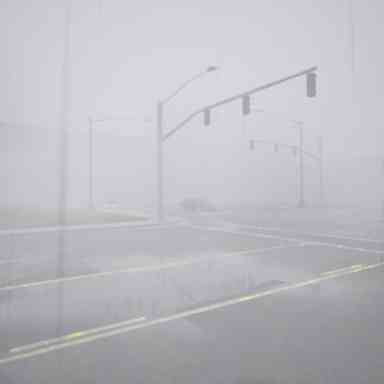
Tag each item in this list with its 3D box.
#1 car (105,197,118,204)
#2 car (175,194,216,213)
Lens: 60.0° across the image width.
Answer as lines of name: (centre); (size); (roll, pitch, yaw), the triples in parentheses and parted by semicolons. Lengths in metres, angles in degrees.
car: (-13.991, 1.441, 57.559); (1.895, 1.301, 4.718); (-1, 0, -16)
car: (0.548, 1.400, 35.094); (1.837, 1.490, 4.892); (-1, 2, -35)
